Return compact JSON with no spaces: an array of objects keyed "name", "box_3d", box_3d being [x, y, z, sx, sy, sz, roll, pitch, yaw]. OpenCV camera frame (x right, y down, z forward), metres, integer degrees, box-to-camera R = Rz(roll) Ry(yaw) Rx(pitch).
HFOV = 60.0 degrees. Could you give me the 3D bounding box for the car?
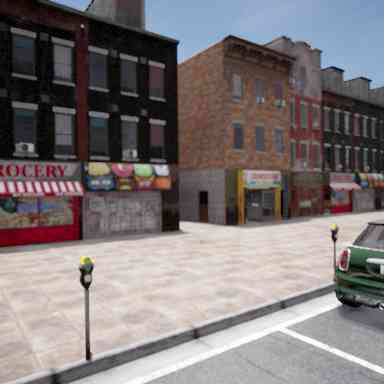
[{"name":"car","box_3d":[4.819,1.220,6.430,4.553,1.767,2.097,-1,1,-36]}]
